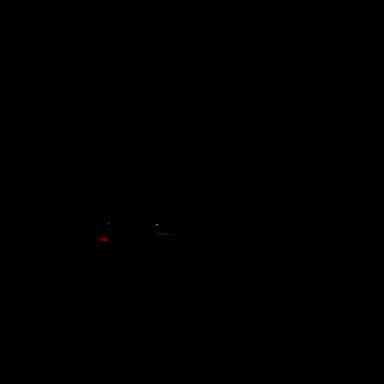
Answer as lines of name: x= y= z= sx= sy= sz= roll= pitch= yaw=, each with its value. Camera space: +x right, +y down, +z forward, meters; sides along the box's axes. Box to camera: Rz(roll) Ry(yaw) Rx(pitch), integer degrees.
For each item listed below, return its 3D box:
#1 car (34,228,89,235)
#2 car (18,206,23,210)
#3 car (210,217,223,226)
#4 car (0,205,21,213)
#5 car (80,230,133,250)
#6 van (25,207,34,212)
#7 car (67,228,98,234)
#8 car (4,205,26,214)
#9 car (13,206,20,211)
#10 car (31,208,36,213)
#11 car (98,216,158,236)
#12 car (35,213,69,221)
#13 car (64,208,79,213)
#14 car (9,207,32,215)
car: x=-12.373 y=4.559 z=28.978 sx=5.566 sy=2.045 sz=2.435 roll=1 pitch=1 yaw=17
car: x=-36.428 y=4.510 z=76.043 sx=2.097 sy=1.535 sz=5.008 roll=0 pitch=1 yaw=19
car: x=3.194 y=4.451 z=52.854 sx=2.097 sy=1.767 sz=4.553 roll=0 pitch=-2 yaw=-19
car: x=-45.776 y=4.315 z=83.599 sx=2.185 sy=1.767 sz=4.553 roll=0 pitch=1 yaw=19
car: x=-8.661 y=4.839 z=33.800 sx=4.792 sy=1.488 sz=2.163 roll=1 pitch=0 yaw=17
van: x=-34.126 y=4.304 z=74.043 sx=1.878 sy=1.987 sz=4.442 roll=0 pitch=1 yaw=19
car: x=-10.487 y=4.559 z=31.389 sx=5.566 sy=2.045 sz=2.435 roll=1 pitch=0 yaw=17
car: x=-43.439 y=4.331 z=81.716 sx=2.185 sy=1.767 sz=4.553 roll=0 pitch=1 yaw=19
car: x=-38.794 y=4.367 z=77.891 sx=2.185 sy=1.767 sz=4.553 roll=0 pitch=1 yaw=19
car: x=-31.754 y=4.586 z=72.276 sx=2.002 sy=1.452 sz=4.674 roll=0 pitch=1 yaw=19
car: x=-4.816 y=2.749 z=27.220 sx=1.837 sy=1.490 sz=4.892 roll=0 pitch=-4 yaw=38
car: x=-20.344 y=4.450 z=46.498 sx=5.566 sy=2.045 sz=2.435 roll=0 pitch=0 yaw=17
car: x=-24.709 y=4.349 z=66.618 sx=2.435 sy=2.045 sz=5.566 roll=0 pitch=1 yaw=19
car: x=-41.117 y=4.515 z=79.804 sx=2.002 sy=1.452 sz=4.674 roll=0 pitch=1 yaw=19
